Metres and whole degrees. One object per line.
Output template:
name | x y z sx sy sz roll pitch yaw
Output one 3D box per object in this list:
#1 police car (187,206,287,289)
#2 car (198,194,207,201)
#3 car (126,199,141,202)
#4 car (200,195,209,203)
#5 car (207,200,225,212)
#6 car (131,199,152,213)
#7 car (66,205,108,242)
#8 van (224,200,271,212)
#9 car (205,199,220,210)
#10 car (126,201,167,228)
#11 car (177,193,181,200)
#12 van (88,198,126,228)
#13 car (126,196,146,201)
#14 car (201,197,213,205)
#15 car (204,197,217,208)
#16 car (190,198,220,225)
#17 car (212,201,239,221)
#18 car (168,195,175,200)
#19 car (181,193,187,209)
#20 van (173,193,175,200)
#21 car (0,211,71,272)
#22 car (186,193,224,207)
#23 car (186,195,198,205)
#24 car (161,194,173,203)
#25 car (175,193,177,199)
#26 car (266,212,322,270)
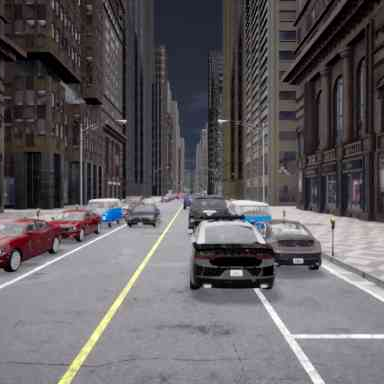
police car | 0.892 1.426 9.270 1.930 1.638 5.238 0 0 0
car | 2.685 1.357 83.839 2.192 1.841 5.009 0 0 0
car | -5.788 1.557 27.631 2.008 1.369 4.403 0 0 0
car | 2.696 1.472 72.601 1.967 1.590 4.097 0 0 0
car | 2.727 1.591 38.889 1.802 1.307 4.206 0 0 0
car | -5.798 1.534 38.698 1.752 1.417 4.829 0 0 0
car | -5.777 1.547 16.394 1.887 1.381 4.507 0 0 0
van | 2.748 1.344 16.413 1.690 1.788 3.998 0 0 0
car | 2.722 1.593 44.507 1.802 1.307 4.206 0 0 0
car | -3.120 1.552 22.698 2.033 1.411 5.357 0 0 0
car | -3.088 1.274 93.775 2.150 2.045 5.566 0 0 0
van | -5.782 1.345 22.013 1.690 1.788 3.998 0 0 0
car | -5.793 1.322 33.249 2.192 1.841 5.009 0 0 0
car | 2.706 1.589 61.364 1.947 1.339 4.313 0 0 0
car | 2.716 1.539 50.296 1.752 1.417 4.829 0 0 0
car | 0.876 1.356 25.130 2.097 1.767 4.553 0 0 0
car | 2.737 1.531 27.821 1.752 1.417 4.829 0 0 0
car | -5.850 1.618 95.052 1.947 1.339 4.313 0 0 0
car | -0.031 1.232 44.458 2.150 2.045 5.566 0 0 0
van | -5.840 1.383 83.815 1.690 1.788 3.998 0 0 0
car | -5.772 1.546 10.776 1.887 1.381 4.507 0 0 0
car | 0.883 1.227 19.190 2.150 2.045 5.566 0 0 0
car | -0.054 1.373 58.802 2.097 1.767 4.553 0 0 0
car | -5.829 1.614 72.578 1.802 1.307 4.206 0 0 0
car | -5.845 1.591 89.433 1.887 1.381 4.507 0 0 0
car | 2.753 1.552 10.794 2.008 1.369 4.403 0 0 0
